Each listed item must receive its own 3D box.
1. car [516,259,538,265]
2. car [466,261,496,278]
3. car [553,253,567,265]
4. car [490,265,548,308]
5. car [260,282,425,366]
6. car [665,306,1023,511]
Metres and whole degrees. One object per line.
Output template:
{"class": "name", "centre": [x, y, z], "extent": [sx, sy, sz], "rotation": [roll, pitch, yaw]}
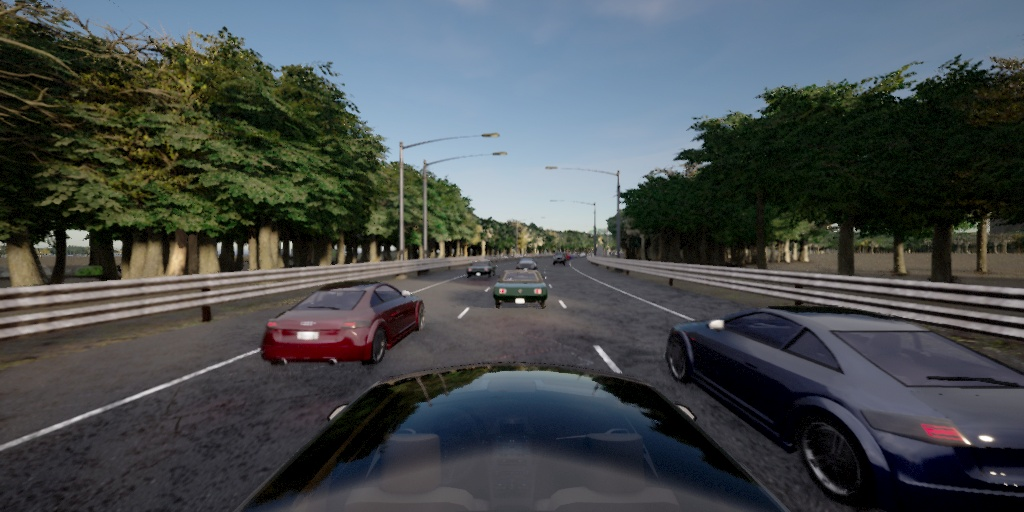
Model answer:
{"class": "car", "centre": [1.341, 0.946, 32.074], "extent": [1.812, 1.442, 4.674], "rotation": [0, 1, 4]}
{"class": "car", "centre": [-2.378, 1.051, 29.188], "extent": [1.895, 1.301, 4.718], "rotation": [0, 1, 4]}
{"class": "car", "centre": [7.734, 0.628, 58.644], "extent": [1.837, 1.490, 4.892], "rotation": [0, 1, 8]}
{"class": "car", "centre": [0.358, 1.213, 14.428], "extent": [1.895, 1.301, 4.718], "rotation": [0, 1, 2]}
{"class": "car", "centre": [-3.300, 1.246, 7.862], "extent": [1.994, 1.385, 4.181], "rotation": [0, 1, 1]}
{"class": "car", "centre": [3.534, 1.287, 4.313], "extent": [1.994, 1.385, 4.181], "rotation": [0, 1, 1]}
